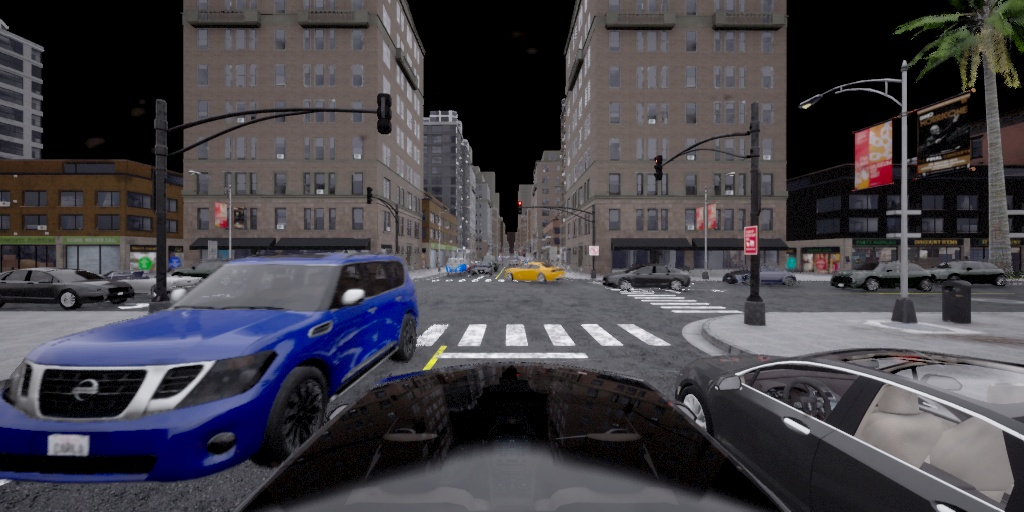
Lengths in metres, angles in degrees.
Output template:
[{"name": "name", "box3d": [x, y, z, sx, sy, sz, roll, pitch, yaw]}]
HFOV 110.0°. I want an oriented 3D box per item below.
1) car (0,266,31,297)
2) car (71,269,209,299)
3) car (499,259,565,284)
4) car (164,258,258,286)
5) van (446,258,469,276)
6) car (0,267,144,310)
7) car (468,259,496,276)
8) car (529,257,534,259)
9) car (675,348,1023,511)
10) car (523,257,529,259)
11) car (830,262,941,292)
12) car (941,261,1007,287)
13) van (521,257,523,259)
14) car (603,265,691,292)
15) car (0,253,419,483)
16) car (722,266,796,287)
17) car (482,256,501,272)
[{"name": "car", "box3d": [-26.893, 1.235, 17.389, 4.674, 1.442, 1.812, 0, 0, 0]}, {"name": "car", "box3d": [-17.906, 1.324, 17.438, 4.718, 1.301, 1.895, 0, 0, 0]}, {"name": "car", "box3d": [1.673, 1.228, 27.544, 5.008, 1.535, 1.882, 0, 1, 41]}, {"name": "car", "box3d": [-20.121, 1.063, 24.127, 4.553, 1.767, 2.097, 0, 0, 0]}, {"name": "van", "box3d": [-5.725, 1.093, 37.017, 1.690, 1.789, 3.998, 0, 0, 0]}, {"name": "car", "box3d": [-17.945, 1.232, 14.189, 4.892, 1.490, 1.837, 0, 0, 0]}, {"name": "car", "box3d": [-2.970, 1.316, 36.657, 1.994, 1.385, 4.181, 0, 0, 0]}, {"name": "car", "box3d": [2.800, 1.192, 36.984, 1.967, 1.591, 4.097, 0, 0, 0]}, {"name": "car", "box3d": [2.668, 1.300, 2.334, 2.007, 1.370, 4.403, 0, 0, 0]}, {"name": "car", "box3d": [2.847, 1.193, 48.322, 1.967, 1.591, 4.097, 0, 0, 0]}, {"name": "car", "box3d": [21.613, 1.135, 21.113, 4.553, 1.767, 2.097, 0, 0, 0]}, {"name": "car", "box3d": [30.298, 1.146, 24.407, 4.553, 1.767, 2.097, 0, 0, 0]}, {"name": "van", "box3d": [2.893, 1.094, 59.661, 1.690, 1.789, 3.998, 0, 0, 0]}, {"name": "car", "box3d": [7.832, 1.265, 21.037, 4.892, 1.490, 1.837, 0, 0, 0]}, {"name": "car", "box3d": [-3.033, 0.971, 5.268, 2.150, 2.045, 5.566, 0, 0, 1]}, {"name": "car", "box3d": [16.714, 1.334, 24.335, 4.181, 1.385, 1.994, 0, 0, 0]}, {"name": "car", "box3d": [-2.927, 0.975, 45.965, 2.150, 2.045, 5.566, 0, 0, 0]}]
